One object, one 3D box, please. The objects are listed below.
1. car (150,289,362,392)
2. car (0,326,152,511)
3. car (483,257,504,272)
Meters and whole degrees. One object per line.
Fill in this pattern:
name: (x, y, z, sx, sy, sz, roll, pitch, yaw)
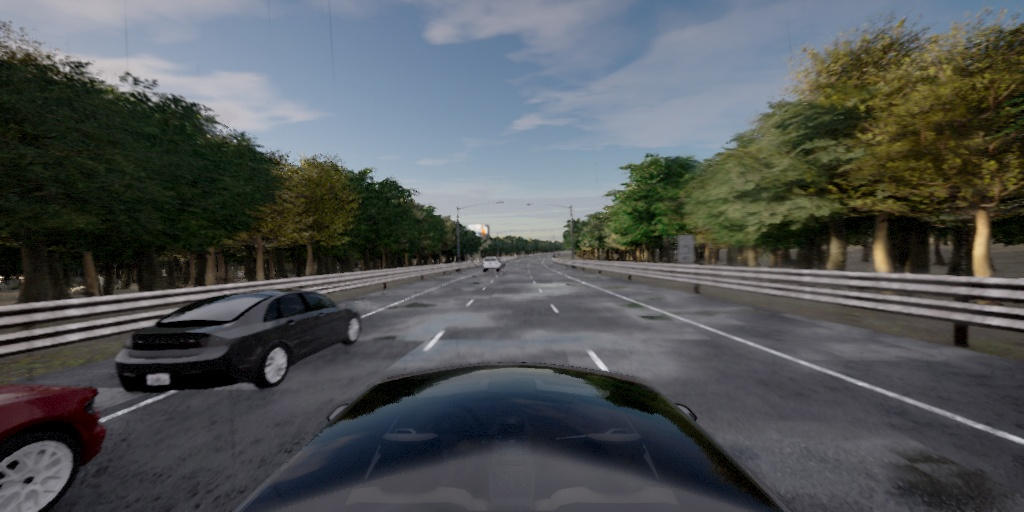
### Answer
car: (-4.715, 1.406, 7.192, 1.837, 1.490, 4.892, -2, 0, 0)
car: (-4.690, 1.357, 1.194, 1.882, 1.535, 5.008, -2, 0, 0)
car: (-2.839, 1.219, 51.690, 2.150, 2.045, 5.566, -2, -1, 2)
